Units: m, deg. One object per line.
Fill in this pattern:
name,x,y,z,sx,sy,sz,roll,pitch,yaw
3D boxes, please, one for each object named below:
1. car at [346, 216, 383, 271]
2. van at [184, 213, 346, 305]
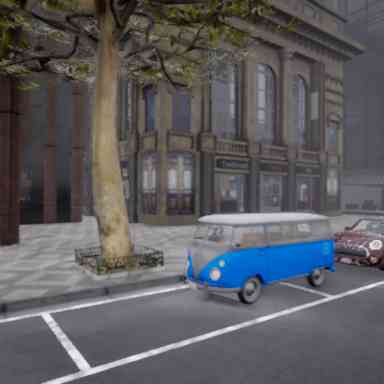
car,6.317,1.573,11.273,4.097,1.590,1.967,1,0,-36
van,1.727,1.409,7.998,3.998,1.788,1.690,1,0,-36
